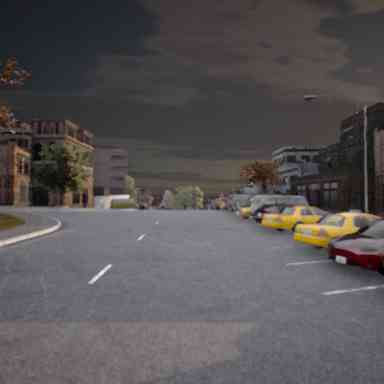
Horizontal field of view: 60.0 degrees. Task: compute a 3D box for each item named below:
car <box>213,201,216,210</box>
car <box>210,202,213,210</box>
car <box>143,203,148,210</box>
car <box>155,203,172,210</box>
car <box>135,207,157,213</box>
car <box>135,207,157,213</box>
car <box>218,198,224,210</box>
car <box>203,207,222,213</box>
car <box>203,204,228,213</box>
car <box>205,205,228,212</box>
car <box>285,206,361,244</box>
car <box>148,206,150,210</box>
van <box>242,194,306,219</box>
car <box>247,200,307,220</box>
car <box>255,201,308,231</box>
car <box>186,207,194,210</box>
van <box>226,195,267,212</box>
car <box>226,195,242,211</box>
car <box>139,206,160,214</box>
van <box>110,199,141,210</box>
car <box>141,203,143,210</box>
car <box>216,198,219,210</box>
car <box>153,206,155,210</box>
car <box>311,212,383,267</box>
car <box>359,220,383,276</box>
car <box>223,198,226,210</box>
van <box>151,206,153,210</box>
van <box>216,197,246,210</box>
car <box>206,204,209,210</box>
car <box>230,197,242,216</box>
[{"bbox_3d":[6.291,2.006,51.056,5.008,1.535,2.097,2,-3,-20],"label":"car"},{"bbox_3d":[6.197,2.572,59.821,4.674,1.452,2.002,2,-4,-21],"label":"car"},{"bbox_3d":[-11.630,2.466,62.030,5.566,2.045,2.435,1,-4,-21],"label":"car"},{"bbox_3d":[-5.297,2.815,62.539,1.994,1.385,4.181,0,-4,0],"label":"car"},{"bbox_3d":[-12.245,4.841,88.775,5.366,1.575,1.946,1,-5,-21],"label":"car"},{"bbox_3d":[-11.844,4.584,85.928,5.366,1.575,1.946,1,-5,-21],"label":"car"},{"bbox_3d":[6.358,1.660,42.287,4.892,1.521,2.231,2,-2,-20],"label":"car"},{"bbox_3d":[5.674,5.075,91.997,5.008,1.535,2.097,3,-6,-21],"label":"car"},{"bbox_3d":[5.878,4.063,83.268,5.566,2.045,2.435,3,-5,-21],"label":"car"},{"bbox_3d":[5.895,4.067,80.311,4.892,1.521,2.231,3,-5,-21],"label":"car"},{"bbox_3d":[6.596,1.472,13.037,5.366,1.575,1.946,1,0,-20],"label":"car"},{"bbox_3d":[-11.720,3.185,67.962,4.674,1.452,2.002,1,-4,-21],"label":"car"},{"bbox_3d":[6.315,1.246,24.659,4.442,1.987,1.878,1,0,-20],"label":"van"},{"bbox_3d":[6.450,1.503,21.782,4.792,1.488,2.163,1,0,-20],"label":"car"},{"bbox_3d":[6.600,1.472,18.899,5.366,1.575,1.946,1,0,-20],"label":"car"},{"bbox_3d":[-0.579,4.477,83.783,1.895,1.301,4.718,0,-5,-1],"label":"car"},{"bbox_3d":[6.480,1.359,39.411,4.442,1.987,1.878,1,-2,-20],"label":"van"},{"bbox_3d":[6.385,1.224,30.565,5.566,2.045,2.435,1,0,-20],"label":"car"},{"bbox_3d":[-12.222,5.138,94.810,5.566,2.045,2.435,1,-5,-21],"label":"car"},{"bbox_3d":[-11.470,2.089,56.080,4.442,1.987,1.878,1,-4,-21],"label":"van"},{"bbox_3d":[-11.645,2.383,59.008,4.553,1.767,2.185,1,-4,-21],"label":"car"},{"bbox_3d":[6.503,1.756,45.280,5.366,1.575,1.946,2,-2,-20],"label":"car"},{"bbox_3d":[-11.688,3.838,76.987,5.366,1.575,1.946,1,-5,-21],"label":"car"},{"bbox_3d":[6.387,1.503,10.033,4.792,1.488,2.163,1,0,-20],"label":"car"},{"bbox_3d":[6.411,1.476,7.106,4.892,1.521,2.231,1,0,-20],"label":"car"},{"bbox_3d":[6.375,1.527,36.443,4.892,1.521,2.231,1,-2,-20],"label":"car"},{"bbox_3d":[-11.708,3.376,73.998,4.442,1.987,1.878,1,-5,-21],"label":"van"},{"bbox_3d":[6.368,1.941,54.036,4.442,1.987,1.878,2,-4,-20],"label":"van"},{"bbox_3d":[6.088,3.154,68.610,5.008,1.535,2.097,2,-4,-21],"label":"car"},{"bbox_3d":[6.242,1.467,27.574,5.366,1.575,1.946,1,0,-20],"label":"car"}]
